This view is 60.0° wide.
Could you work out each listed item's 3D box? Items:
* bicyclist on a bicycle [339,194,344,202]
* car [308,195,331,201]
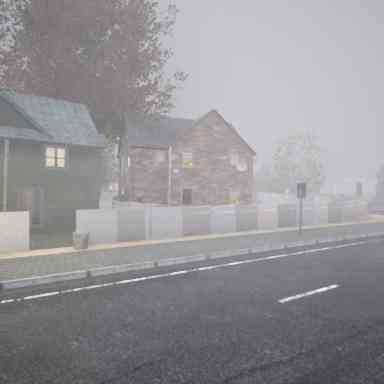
[{"bbox_3d":[19.457,1.028,43.118,1.656,1.620,0.582,1,0,-20],"label":"bicyclist on a bicycle"},{"bbox_3d":[14.869,1.138,38.549,2.128,1.511,4.902,1,0,-20],"label":"car"}]
